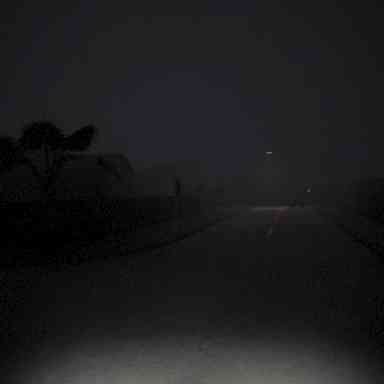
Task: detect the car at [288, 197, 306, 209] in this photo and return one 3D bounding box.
[{"bbox_3d":[13.756,1.454,43.571,1.837,1.490,4.892,-1,0,16],"label":"car"}]
